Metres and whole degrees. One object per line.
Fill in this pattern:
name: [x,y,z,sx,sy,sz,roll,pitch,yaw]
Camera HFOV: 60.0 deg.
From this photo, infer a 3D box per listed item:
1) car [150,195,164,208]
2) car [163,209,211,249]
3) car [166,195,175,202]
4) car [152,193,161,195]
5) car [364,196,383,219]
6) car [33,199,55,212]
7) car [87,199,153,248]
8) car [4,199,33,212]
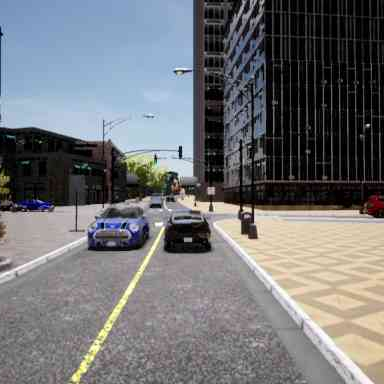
car: [-5.390,1.602,50.113,2.033,1.411,5.357,0,0,-6]
car: [-0.216,1.522,14.677,1.837,1.490,4.892,0,0,-2]
car: [-5.033,1.445,77.737,2.097,1.767,4.553,0,0,-4]
car: [-6.375,1.288,60.245,2.150,2.045,5.566,0,0,-5]
car: [15.782,1.209,25.160,5.009,1.841,2.192,0,-1,18]
car: [-18.397,1.598,39.002,4.674,1.442,1.812,0,-1,18]
car: [-3.093,1.368,14.778,2.097,1.767,4.553,0,0,-2]
car: [-20.530,1.600,37.099,4.313,1.339,1.947,0,-1,18]
